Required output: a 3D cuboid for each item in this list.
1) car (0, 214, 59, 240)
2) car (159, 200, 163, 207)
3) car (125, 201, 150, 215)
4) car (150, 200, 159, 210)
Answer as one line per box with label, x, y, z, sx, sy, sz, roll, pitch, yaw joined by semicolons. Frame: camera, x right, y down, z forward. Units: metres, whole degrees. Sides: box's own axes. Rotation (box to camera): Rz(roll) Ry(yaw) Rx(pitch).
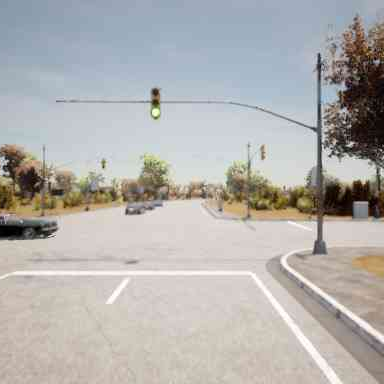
car;-9.747;1.832;17.901;4.718;1.301;1.895;0;-1;3
car;-7.006;2.403;68.462;1.812;1.442;4.674;0;-1;0
car;-7.049;2.027;41.693;2.128;1.511;4.902;0;-1;3
car;-7.094;2.176;53.579;2.128;1.511;4.902;0;0;0
